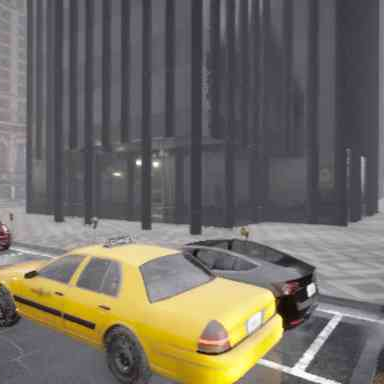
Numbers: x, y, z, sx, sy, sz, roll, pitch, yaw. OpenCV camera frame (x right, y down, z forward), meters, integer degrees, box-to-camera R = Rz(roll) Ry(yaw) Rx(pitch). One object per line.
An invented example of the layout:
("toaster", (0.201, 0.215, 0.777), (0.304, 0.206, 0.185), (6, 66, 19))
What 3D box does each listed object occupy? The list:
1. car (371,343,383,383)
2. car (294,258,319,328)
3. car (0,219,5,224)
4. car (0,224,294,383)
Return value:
("car", (3.678, 1.514, 1.724), (4.892, 1.490, 1.837), (0, 0, 36))
("car", (0.202, 1.585, 6.502), (4.313, 1.339, 1.947), (0, 0, 36))
("car", (-8.904, 1.470, 13.028), (4.097, 1.590, 1.967), (0, 0, 36))
("car", (-1.365, 1.470, 5.315), (5.366, 1.575, 1.801), (0, 0, 36))
